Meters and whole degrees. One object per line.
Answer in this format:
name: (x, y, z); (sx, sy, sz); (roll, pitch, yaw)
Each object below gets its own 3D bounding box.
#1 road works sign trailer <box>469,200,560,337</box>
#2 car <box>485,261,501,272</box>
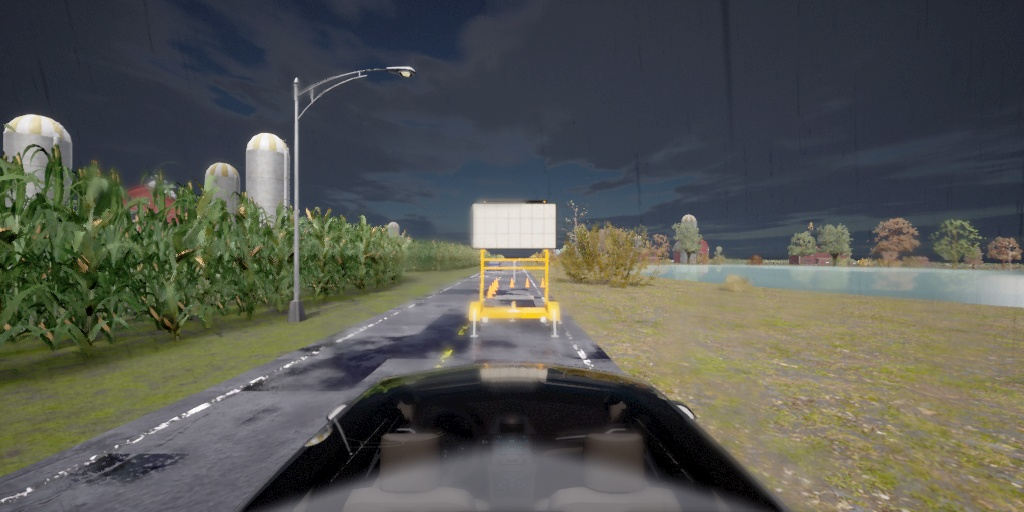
road works sign trailer: (0.072, 0.219, 10.257); (2.380, 3.560, 2.880); (0, 0, 0)
car: (-2.399, 1.340, 47.623); (1.812, 1.442, 4.674); (0, 0, 0)
